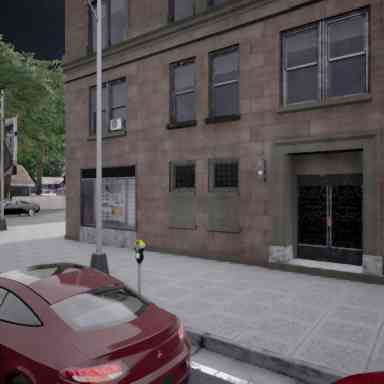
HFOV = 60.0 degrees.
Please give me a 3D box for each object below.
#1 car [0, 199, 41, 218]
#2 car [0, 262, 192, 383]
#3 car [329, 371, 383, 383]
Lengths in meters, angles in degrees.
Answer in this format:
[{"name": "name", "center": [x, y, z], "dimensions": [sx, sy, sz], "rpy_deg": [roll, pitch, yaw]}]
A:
[{"name": "car", "center": [-15.564, 1.398, 28.562], "dimensions": [2.128, 1.511, 4.902], "rpy_deg": [0, 0, 34]}, {"name": "car", "center": [-1.946, 1.582, 4.202], "dimensions": [4.206, 1.307, 1.802], "rpy_deg": [0, 0, 36]}, {"name": "car", "center": [2.542, 1.545, 0.993], "dimensions": [4.507, 1.381, 1.887], "rpy_deg": [0, 0, 36]}]
